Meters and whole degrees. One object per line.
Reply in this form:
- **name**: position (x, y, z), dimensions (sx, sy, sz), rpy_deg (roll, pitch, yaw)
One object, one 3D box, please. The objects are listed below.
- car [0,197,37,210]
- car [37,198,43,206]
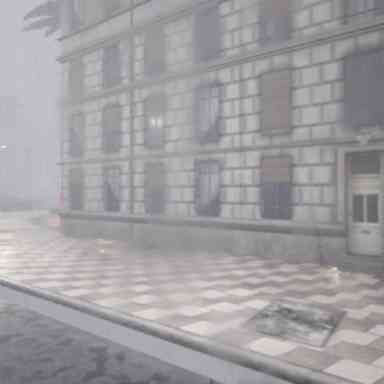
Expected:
- **car**: position (-23.219, 1.428, 43.555), dimensions (2.097, 1.767, 4.553), rpy_deg (0, 0, 17)
- **car**: position (-26.297, 1.583, 53.219), dimensions (2.128, 1.511, 4.902), rpy_deg (0, 0, 30)
